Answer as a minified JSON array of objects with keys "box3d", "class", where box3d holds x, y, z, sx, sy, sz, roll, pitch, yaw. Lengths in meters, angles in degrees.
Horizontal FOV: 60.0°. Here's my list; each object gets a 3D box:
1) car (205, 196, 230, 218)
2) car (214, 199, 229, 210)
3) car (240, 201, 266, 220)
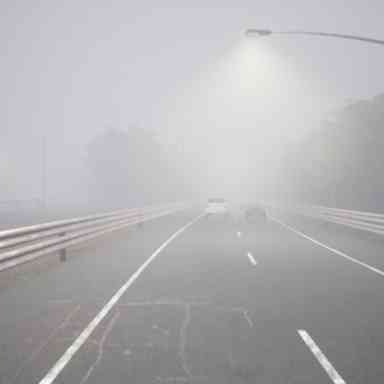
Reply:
[{"box3d":[2.502,1.439,32.752,2.150,2.045,5.566,0,0,7],"class":"car"},{"box3d":[4.517,1.842,50.555,2.128,1.511,4.902,0,0,7],"class":"car"},{"box3d":[5.803,1.713,30.933,2.128,1.511,4.902,0,0,7],"class":"car"}]
